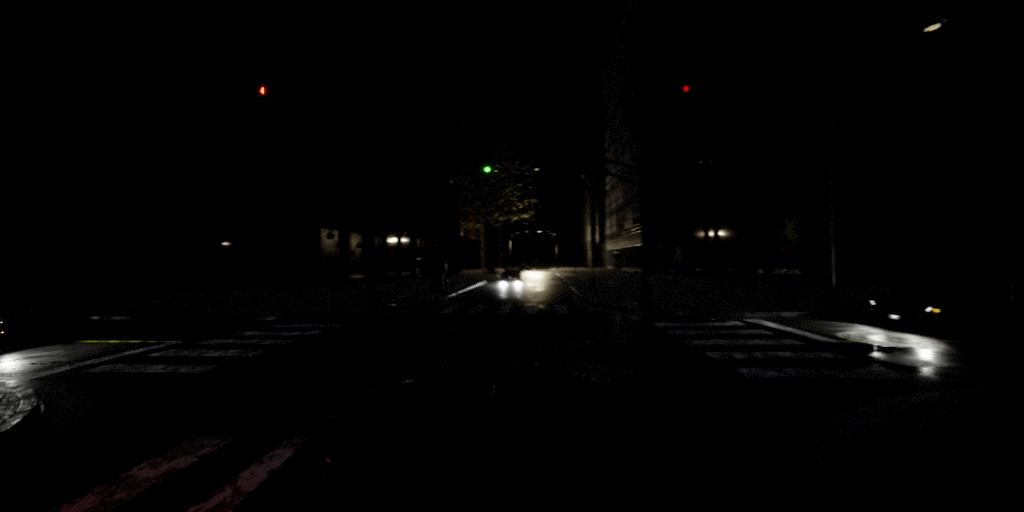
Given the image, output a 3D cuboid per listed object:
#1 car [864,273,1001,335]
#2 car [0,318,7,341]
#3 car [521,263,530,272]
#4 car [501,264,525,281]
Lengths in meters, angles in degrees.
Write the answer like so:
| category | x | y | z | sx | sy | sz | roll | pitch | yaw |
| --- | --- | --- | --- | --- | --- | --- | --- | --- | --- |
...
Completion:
| category | x | y | z | sx | sy | sz | roll | pitch | yaw |
| --- | --- | --- | --- | --- | --- | --- | --- | --- | --- |
| car | 12.595 | 1.146 | 9.291 | 5.357 | 1.411 | 2.033 | -1 | -1 | 1 |
| car | -14.796 | 1.607 | 8.304 | 4.892 | 1.490 | 1.837 | -1 | -1 | 5 |
| car | 2.238 | 1.958 | 64.112 | 1.882 | 1.535 | 5.008 | -1 | -1 | 5 |
| car | -0.008 | 1.785 | 36.511 | 1.895 | 1.301 | 4.718 | -1 | -1 | 5 |
